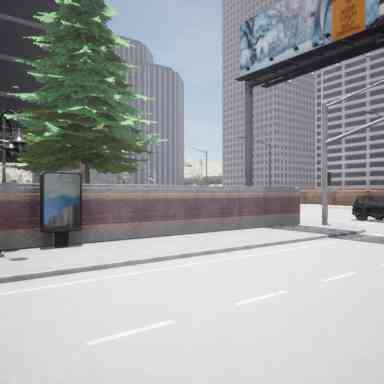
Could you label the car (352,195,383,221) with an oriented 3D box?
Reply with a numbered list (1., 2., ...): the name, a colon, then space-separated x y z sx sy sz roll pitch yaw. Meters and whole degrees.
1. car: 14.417 1.222 24.341 2.150 2.045 5.566 0 0 -19
